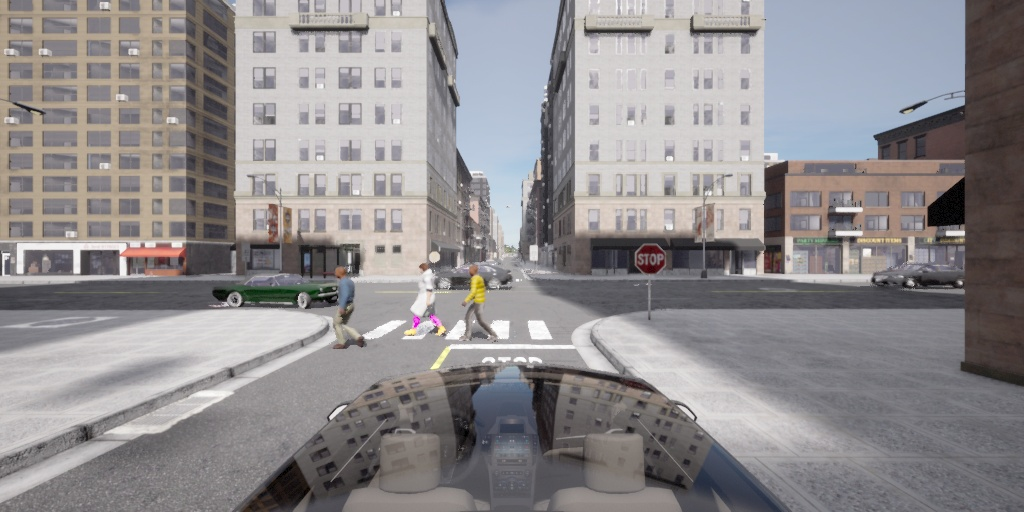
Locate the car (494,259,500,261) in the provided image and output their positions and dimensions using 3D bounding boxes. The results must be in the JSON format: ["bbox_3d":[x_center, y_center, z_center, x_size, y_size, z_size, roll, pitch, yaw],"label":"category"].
[{"bbox_3d":[-2.982,1.294,49.662,1.812,1.442,4.674,0,1,1],"label":"car"}]

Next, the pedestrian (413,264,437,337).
[{"bbox_3d":[-2.142,1.043,8.837,0.375,1.860,0.375,0,0,0],"label":"pedestrian"}]

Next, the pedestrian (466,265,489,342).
[{"bbox_3d":[-0.780,1.043,8.236,0.375,1.860,0.375,0,0,0],"label":"pedestrian"}]

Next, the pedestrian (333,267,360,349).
[{"bbox_3d":[-3.568,1.044,7.636,0.375,1.860,0.375,0,0,0],"label":"pedestrian"}]

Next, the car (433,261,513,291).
[{"bbox_3d":[-2.390,1.242,21.624,4.902,1.511,2.128,0,0,0],"label":"car"}]

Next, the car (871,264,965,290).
[{"bbox_3d":[24.614,1.205,21.620,4.902,1.511,2.128,0,0,0],"label":"car"}]

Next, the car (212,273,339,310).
[{"bbox_3d":[-9.240,1.368,14.524,4.718,1.301,1.895,0,0,7],"label":"car"}]
